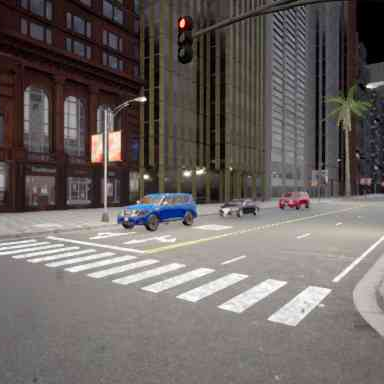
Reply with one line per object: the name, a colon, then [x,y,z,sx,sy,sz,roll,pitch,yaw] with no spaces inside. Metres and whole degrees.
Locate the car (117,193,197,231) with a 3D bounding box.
car: [-1.908,1.113,20.193,2.150,2.045,5.566,0,0,36]

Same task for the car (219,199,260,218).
car: [4.130,1.335,28.402,2.128,1.511,4.902,0,0,36]

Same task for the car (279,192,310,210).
car: [12.172,1.007,39.291,2.150,2.045,5.566,0,1,37]
